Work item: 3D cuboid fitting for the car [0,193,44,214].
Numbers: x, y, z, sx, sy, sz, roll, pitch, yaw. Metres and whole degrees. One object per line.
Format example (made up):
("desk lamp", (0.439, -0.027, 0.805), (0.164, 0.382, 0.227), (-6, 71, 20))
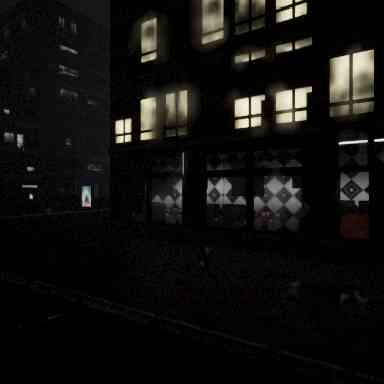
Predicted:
("car", (-16.134, 1.029, 29.090), (2.192, 1.841, 5.009), (1, 2, 35))

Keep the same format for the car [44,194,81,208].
("car", (-15.563, 1.036, 40.046), (1.837, 1.490, 4.892), (0, 1, 35))

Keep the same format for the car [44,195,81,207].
("car", (-16.687, 1.074, 42.939), (1.802, 1.307, 4.206), (1, 2, 35))

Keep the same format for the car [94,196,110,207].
("car", (-9.781, 1.072, 38.191), (1.947, 1.339, 4.313), (1, 2, 35))
